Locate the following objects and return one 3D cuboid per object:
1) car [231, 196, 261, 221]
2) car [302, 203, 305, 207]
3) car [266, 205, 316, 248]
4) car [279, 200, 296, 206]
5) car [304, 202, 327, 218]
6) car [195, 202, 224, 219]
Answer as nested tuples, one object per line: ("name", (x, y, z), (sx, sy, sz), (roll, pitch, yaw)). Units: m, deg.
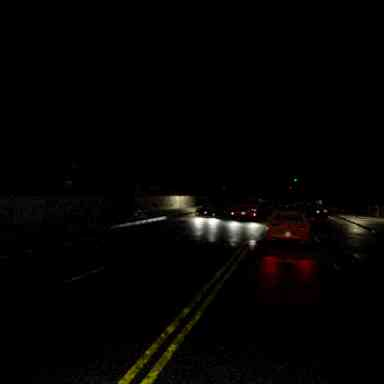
("car", (4.939, 1.395, 29.670), (2.150, 2.045, 5.566), (3, 0, 16))
("car", (17.567, 2.274, 50.043), (2.033, 1.411, 5.357), (3, 0, 16))
("car", (4.713, 1.663, 16.319), (1.882, 1.535, 5.008), (3, 0, 16))
("car", (12.128, 1.837, 42.391), (2.097, 1.767, 4.553), (3, 0, 16))
("car", (14.201, 2.155, 37.873), (1.994, 1.385, 4.181), (3, 0, 16))
("car", (1.689, 1.585, 30.164), (1.994, 1.385, 4.181), (3, 0, 16))
